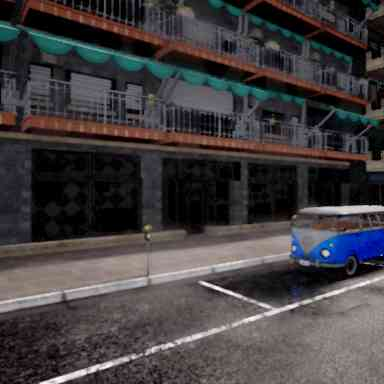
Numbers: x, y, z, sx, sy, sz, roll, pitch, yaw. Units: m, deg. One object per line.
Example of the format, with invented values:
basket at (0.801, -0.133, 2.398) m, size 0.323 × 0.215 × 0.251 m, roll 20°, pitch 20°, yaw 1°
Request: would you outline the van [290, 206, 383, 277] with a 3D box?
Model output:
van at (4.631, 1.314, 9.868) m, size 3.998 × 1.788 × 1.690 m, roll 0°, pitch 0°, yaw -36°
